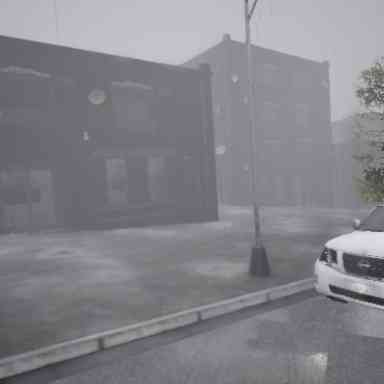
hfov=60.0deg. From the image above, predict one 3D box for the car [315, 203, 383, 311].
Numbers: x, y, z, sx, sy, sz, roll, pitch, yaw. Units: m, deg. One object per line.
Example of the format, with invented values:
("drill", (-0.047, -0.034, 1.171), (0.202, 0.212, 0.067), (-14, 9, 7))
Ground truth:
("car", (4.937, 1.154, 6.893), (5.566, 2.045, 2.150), (-1, 0, -35))
